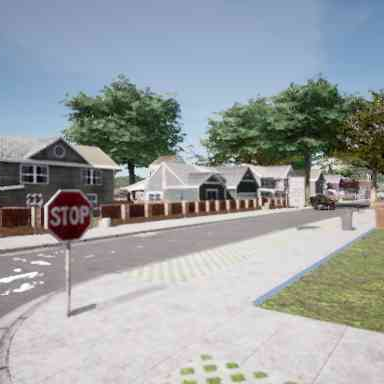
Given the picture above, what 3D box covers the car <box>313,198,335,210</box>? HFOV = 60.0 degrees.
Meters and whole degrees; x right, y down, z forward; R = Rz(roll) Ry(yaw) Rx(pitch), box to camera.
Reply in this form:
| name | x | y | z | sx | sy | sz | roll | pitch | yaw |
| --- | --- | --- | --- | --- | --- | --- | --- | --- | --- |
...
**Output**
| name | x | y | z | sx | sy | sz | roll | pitch | yaw |
| --- | --- | --- | --- | --- | --- | --- | --- | --- | --- |
| car | 17.639 | 1.615 | 44.283 | 1.837 | 1.490 | 4.892 | -1 | 0 | 36 |
